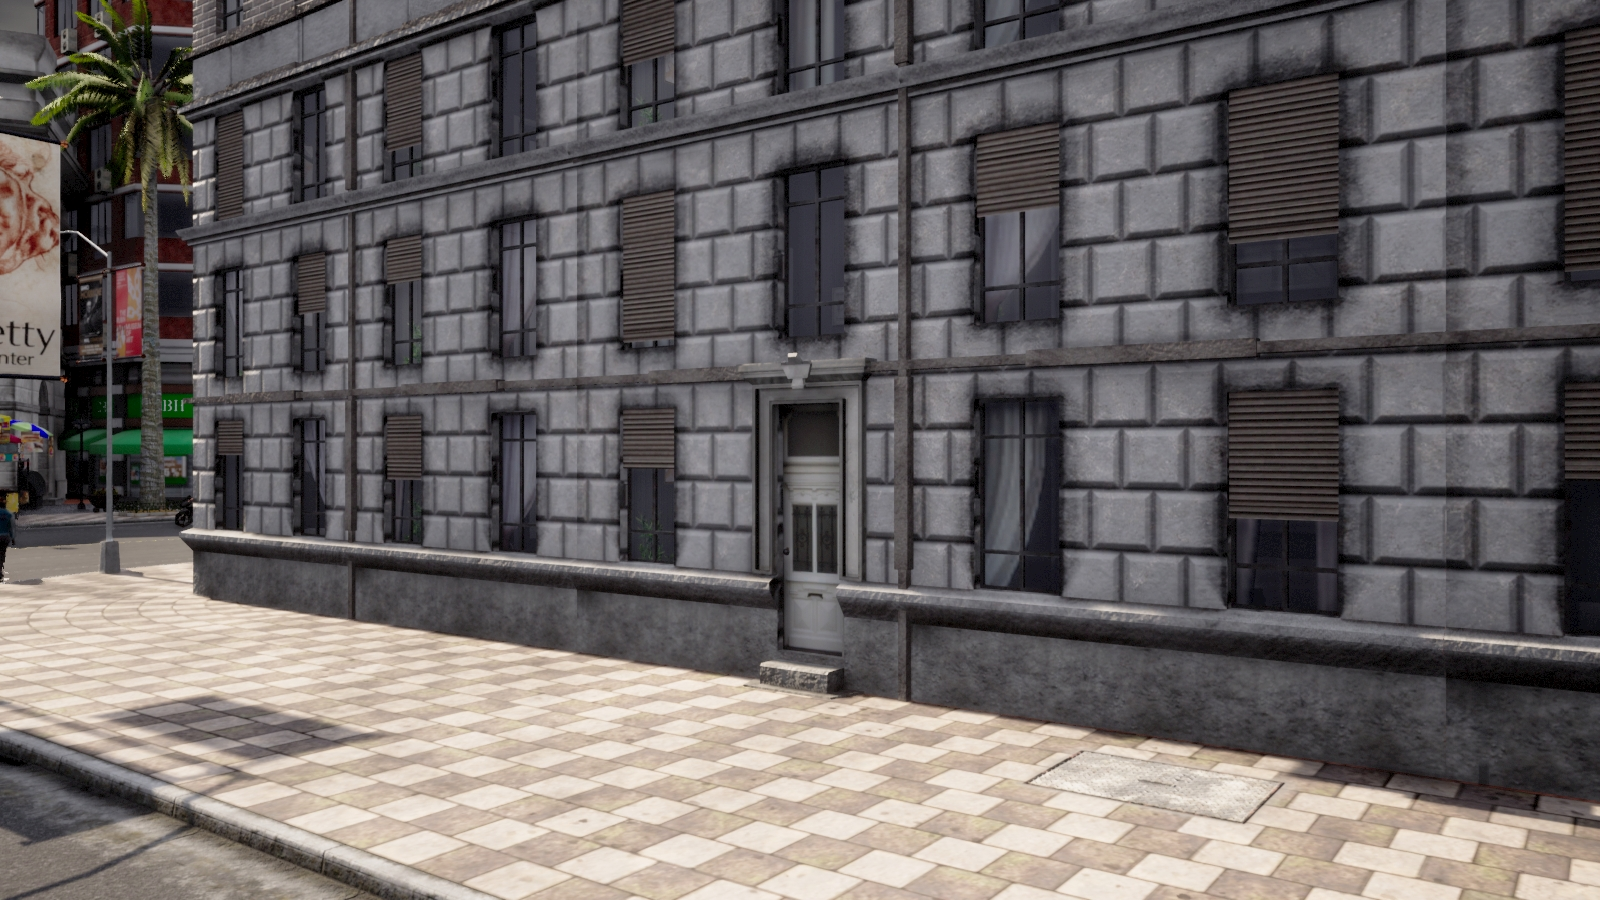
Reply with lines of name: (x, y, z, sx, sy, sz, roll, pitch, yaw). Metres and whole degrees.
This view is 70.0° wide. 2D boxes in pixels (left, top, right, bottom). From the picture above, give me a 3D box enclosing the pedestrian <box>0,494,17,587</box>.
pedestrian: (-16.330, 1.849, 23.385, 0.375, 1.860, 0.375, 0, 0, 30)
